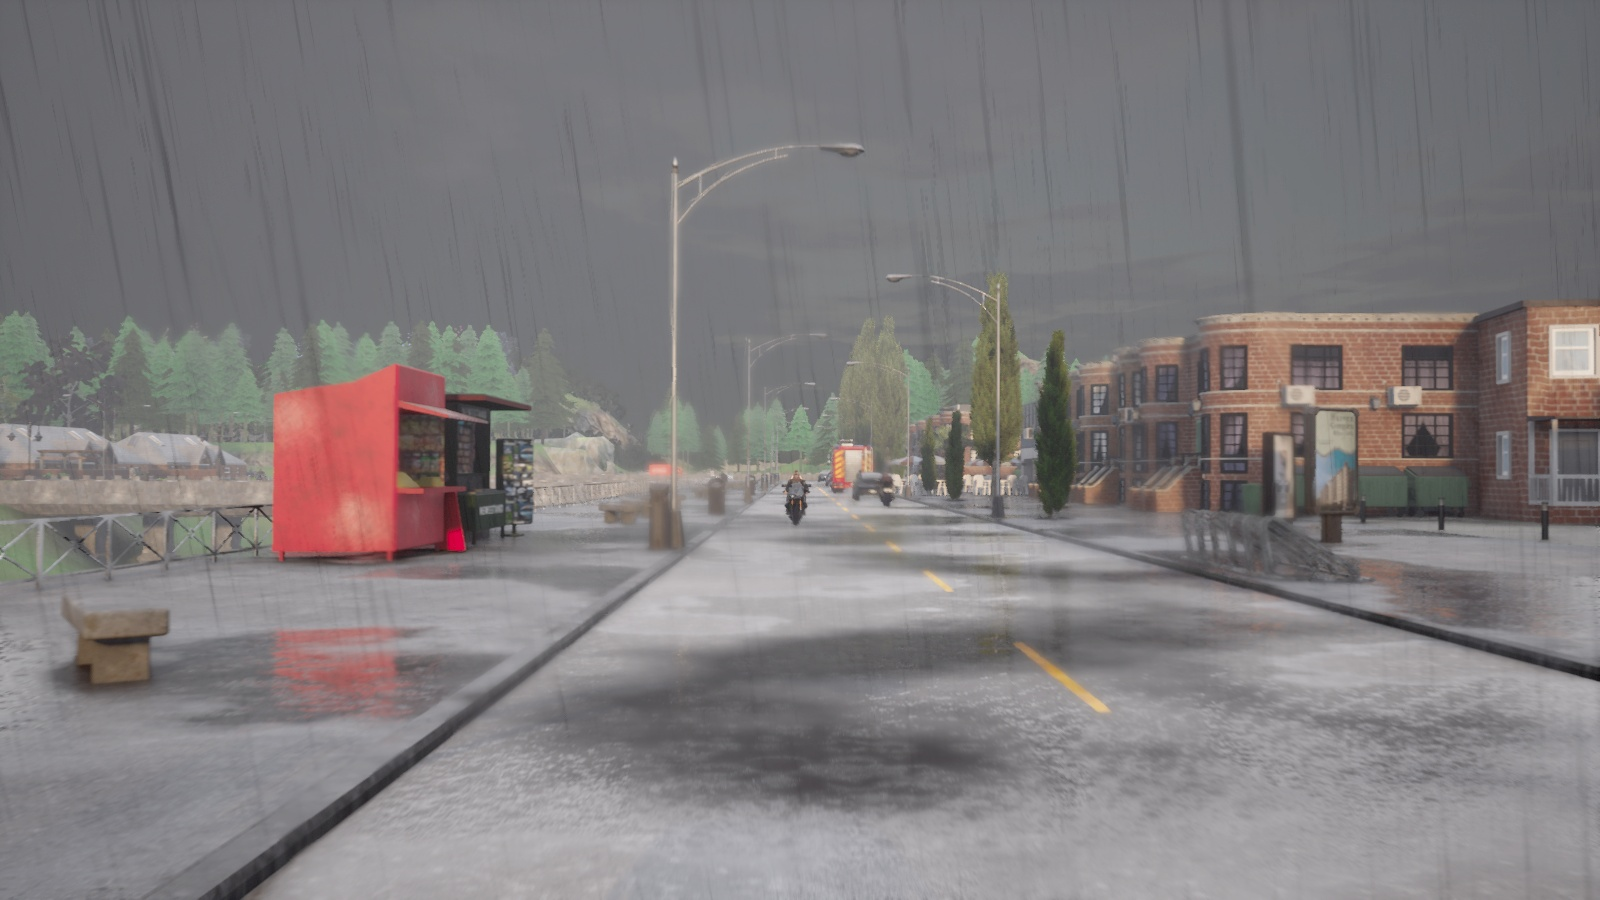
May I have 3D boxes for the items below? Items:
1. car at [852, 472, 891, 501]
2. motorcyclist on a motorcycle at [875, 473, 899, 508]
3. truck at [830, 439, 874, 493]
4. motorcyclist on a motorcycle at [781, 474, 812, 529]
[{"bbox_3d":[3.824,1.938,67.728,1.837,1.490,4.892,0,-1,0],"label":"car"},{"bbox_3d":[3.855,1.767,55.717,0.866,1.530,2.191,0,-1,0],"label":"motorcyclist on a motorcycle"},{"bbox_3d":[3.755,1.184,92.554,2.891,3.827,8.468,0,-1,0],"label":"truck"},{"bbox_3d":[-0.094,1.459,36.391,0.866,1.530,2.191,0,-1,0],"label":"motorcyclist on a motorcycle"}]
